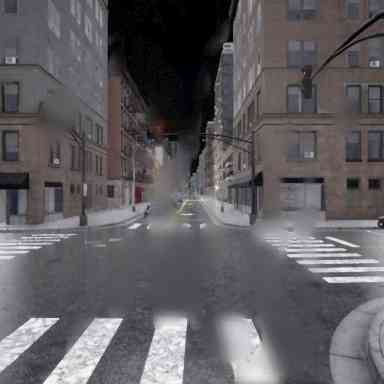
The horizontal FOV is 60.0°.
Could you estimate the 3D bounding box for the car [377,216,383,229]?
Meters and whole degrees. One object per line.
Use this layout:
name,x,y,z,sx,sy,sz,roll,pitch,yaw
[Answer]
car,12.169,1.441,17.439,4.507,1.381,1.887,-1,0,1

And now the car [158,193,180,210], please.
car,-3.027,1.186,42.033,2.150,2.045,5.566,0,1,0

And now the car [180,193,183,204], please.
car,-2.888,1.147,63.413,2.150,2.045,5.566,0,0,0

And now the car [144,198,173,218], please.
car,-3.046,1.554,29.503,1.994,1.385,4.181,0,0,0
